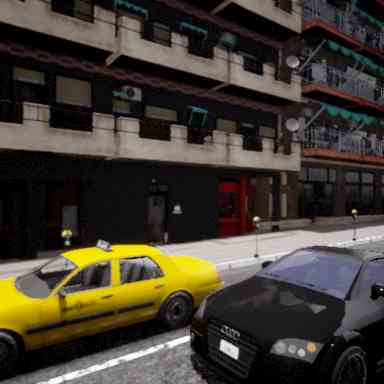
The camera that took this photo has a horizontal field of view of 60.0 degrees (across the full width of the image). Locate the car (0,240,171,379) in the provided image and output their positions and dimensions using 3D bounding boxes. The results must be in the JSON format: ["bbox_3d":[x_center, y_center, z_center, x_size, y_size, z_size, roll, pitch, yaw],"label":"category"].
[{"bbox_3d":[-1.665,1.514,5.355,4.829,1.417,1.752,0,1,-35],"label":"car"}]

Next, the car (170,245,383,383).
[{"bbox_3d":[2.031,1.534,4.827,4.181,1.385,1.994,0,0,-35],"label":"car"}]
